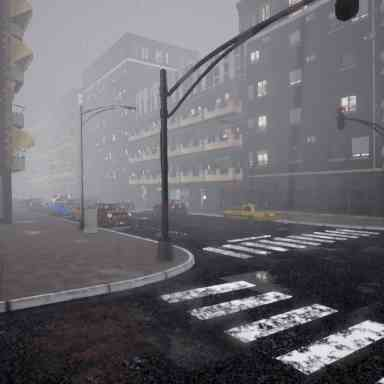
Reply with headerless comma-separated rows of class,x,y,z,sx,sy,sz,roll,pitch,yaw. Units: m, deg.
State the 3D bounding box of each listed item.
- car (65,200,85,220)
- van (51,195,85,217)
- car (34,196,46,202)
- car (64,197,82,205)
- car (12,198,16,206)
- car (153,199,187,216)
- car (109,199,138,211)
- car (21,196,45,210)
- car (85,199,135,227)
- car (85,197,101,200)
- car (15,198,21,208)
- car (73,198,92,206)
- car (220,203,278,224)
car,-8.999,1.652,28.289,1.752,1.417,4.829,-1,1,-36
van,-12.325,1.483,32.923,1.690,1.788,3.998,-1,1,-36
car,-37.760,1.727,82.785,1.887,1.381,4.507,-1,1,-36
car,-21.636,1.645,60.296,2.008,1.369,4.403,-1,1,-36
car,-31.671,1.782,59.911,1.887,1.381,4.507,-1,1,-36
car,-2.289,1.441,33.309,1.967,1.590,4.097,-1,1,-36
car,-8.737,1.581,42.305,2.008,1.369,4.403,-1,1,-36
car,-21.998,1.627,46.417,1.967,1.590,4.097,-1,1,-36
car,-5.875,1.553,23.930,1.967,1.590,4.097,-1,1,-36
car,-15.188,1.501,51.299,1.967,1.590,4.097,-1,1,-36
car,-25.221,1.769,50.916,1.947,1.339,4.313,-1,1,-36
car,-18.411,1.643,55.798,1.947,1.339,4.313,-1,1,-36
car,4.063,1.498,24.453,1.752,1.417,4.829,-1,1,-36
